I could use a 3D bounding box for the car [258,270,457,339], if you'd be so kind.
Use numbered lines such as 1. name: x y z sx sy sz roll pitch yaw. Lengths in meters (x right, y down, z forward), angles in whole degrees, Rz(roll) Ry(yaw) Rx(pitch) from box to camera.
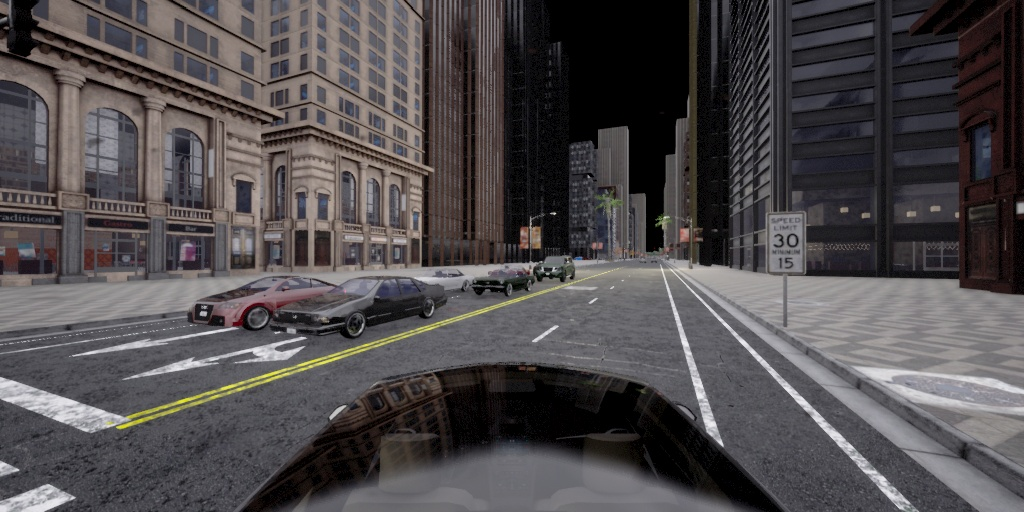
1. car: -3.969 1.299 10.542 2.033 1.411 5.357 0 0 22

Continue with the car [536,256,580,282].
1. car: 3.686 0.986 29.328 2.150 2.045 5.566 0 0 22

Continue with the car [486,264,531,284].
1. car: -0.177 1.364 28.469 1.895 1.301 4.718 0 0 22

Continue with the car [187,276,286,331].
1. car: -7.236 1.315 11.128 1.994 1.385 4.181 0 0 22

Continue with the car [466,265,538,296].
1. car: -0.352 1.357 19.423 1.895 1.301 4.718 0 0 22

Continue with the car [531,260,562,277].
1. car: 3.708 1.250 37.907 1.882 1.535 5.008 0 0 23

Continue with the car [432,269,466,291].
1. car: -3.936 1.356 19.244 1.895 1.301 4.718 0 0 22
